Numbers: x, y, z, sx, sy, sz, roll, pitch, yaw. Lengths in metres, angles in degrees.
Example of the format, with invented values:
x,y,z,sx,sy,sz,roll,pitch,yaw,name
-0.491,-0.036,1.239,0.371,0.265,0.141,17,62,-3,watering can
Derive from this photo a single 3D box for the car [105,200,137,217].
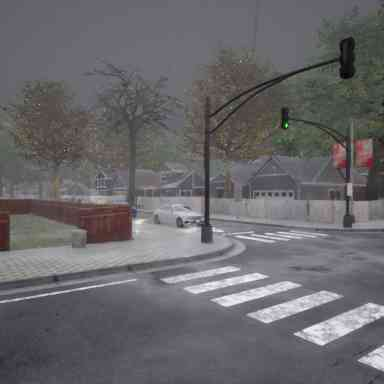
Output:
x,y,z,sx,sy,sz,roll,pitch,yaw,name
-6.828,1.513,30.824,1.882,1.535,5.008,0,0,-36,car

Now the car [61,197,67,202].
x,y,z,sx,sy,sz,roll,pitch,yaw,name
-22.359,1.601,57.419,2.128,1.511,4.902,0,0,-36,car

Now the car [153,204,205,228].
x,y,z,sx,sy,sz,roll,pitch,yaw,name
-0.990,1.547,22.655,1.812,1.442,4.674,0,0,-36,car

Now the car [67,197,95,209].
x,y,z,sx,sy,sz,roll,pitch,yaw,name
-12.816,1.530,39.205,1.882,1.535,5.008,0,0,-35,car

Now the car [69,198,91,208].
x,y,z,sx,sy,sz,roll,pitch,yaw,name
-16.699,1.654,49.611,1.994,1.385,4.181,0,0,-35,car
